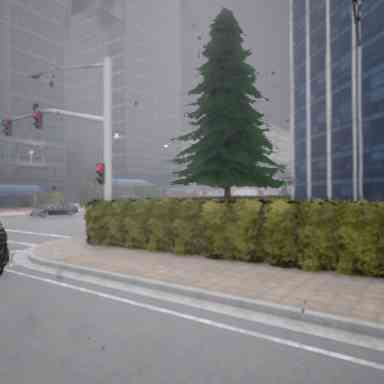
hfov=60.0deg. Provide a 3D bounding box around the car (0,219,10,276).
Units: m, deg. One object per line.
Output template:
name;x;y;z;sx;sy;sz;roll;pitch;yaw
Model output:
car;-7.180;1.322;9.427;5.566;2.045;2.150;0;0;41

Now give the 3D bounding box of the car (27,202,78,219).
car;-13.738;1.759;32.906;2.128;1.511;4.902;-1;0;35

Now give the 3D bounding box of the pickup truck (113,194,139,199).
pickup truck;-11.421;1.444;58.843;6.274;2.098;2.390;0;0;-24
